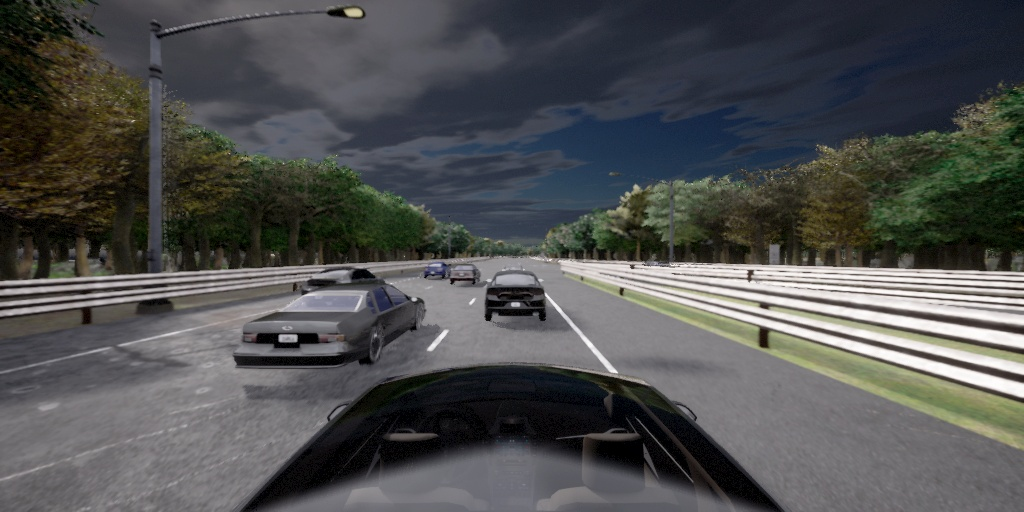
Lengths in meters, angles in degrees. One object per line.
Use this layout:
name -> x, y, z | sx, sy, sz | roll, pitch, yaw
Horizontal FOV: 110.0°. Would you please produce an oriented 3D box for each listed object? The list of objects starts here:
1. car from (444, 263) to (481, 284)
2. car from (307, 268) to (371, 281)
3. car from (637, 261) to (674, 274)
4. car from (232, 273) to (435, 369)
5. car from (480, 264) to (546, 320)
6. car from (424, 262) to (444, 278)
car -> -3.389, 1.300, 26.621 | 2.033, 1.411, 5.357 | 0, 0, 0
car -> -6.897, 1.244, 15.234 | 1.837, 1.490, 4.892 | 0, -1, 0
car -> 13.204, 1.291, 34.008 | 2.033, 1.649, 4.856 | 0, 0, -14
car -> -3.391, 1.298, 7.959 | 2.033, 1.411, 5.357 | 0, 0, 0
car -> 0.105, 1.228, 12.675 | 1.882, 1.535, 5.008 | 0, 0, 0
car -> -6.885, 1.280, 33.431 | 1.812, 1.442, 4.674 | 0, 0, 0
